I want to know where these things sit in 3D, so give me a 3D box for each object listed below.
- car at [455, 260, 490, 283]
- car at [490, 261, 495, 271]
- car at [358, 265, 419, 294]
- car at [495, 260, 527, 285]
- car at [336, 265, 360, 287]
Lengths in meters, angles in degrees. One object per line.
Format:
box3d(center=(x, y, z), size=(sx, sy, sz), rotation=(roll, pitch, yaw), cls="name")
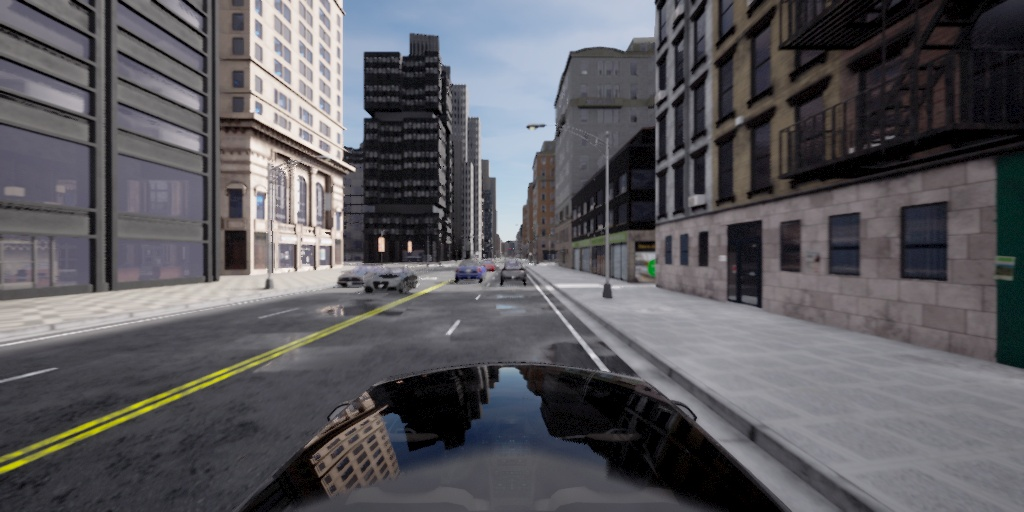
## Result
box3d(center=(-3.162, 1.083, 28.151), size=(2.097, 1.767, 4.553), rotation=(0, 0, 0), cls="car")
box3d(center=(-3.170, 1.282, 47.158), size=(1.994, 1.385, 4.181), rotation=(0, 0, 0), cls="car")
box3d(center=(-6.583, 1.304, 19.999), size=(1.994, 1.385, 4.181), rotation=(0, 0, 0), cls="car")
box3d(center=(0.090, 1.225, 26.103), size=(2.128, 1.511, 4.902), rotation=(0, 0, 0), cls="car")
box3d(center=(-9.804, 1.285, 24.353), size=(2.033, 1.411, 5.357), rotation=(0, 0, 0), cls="car")
